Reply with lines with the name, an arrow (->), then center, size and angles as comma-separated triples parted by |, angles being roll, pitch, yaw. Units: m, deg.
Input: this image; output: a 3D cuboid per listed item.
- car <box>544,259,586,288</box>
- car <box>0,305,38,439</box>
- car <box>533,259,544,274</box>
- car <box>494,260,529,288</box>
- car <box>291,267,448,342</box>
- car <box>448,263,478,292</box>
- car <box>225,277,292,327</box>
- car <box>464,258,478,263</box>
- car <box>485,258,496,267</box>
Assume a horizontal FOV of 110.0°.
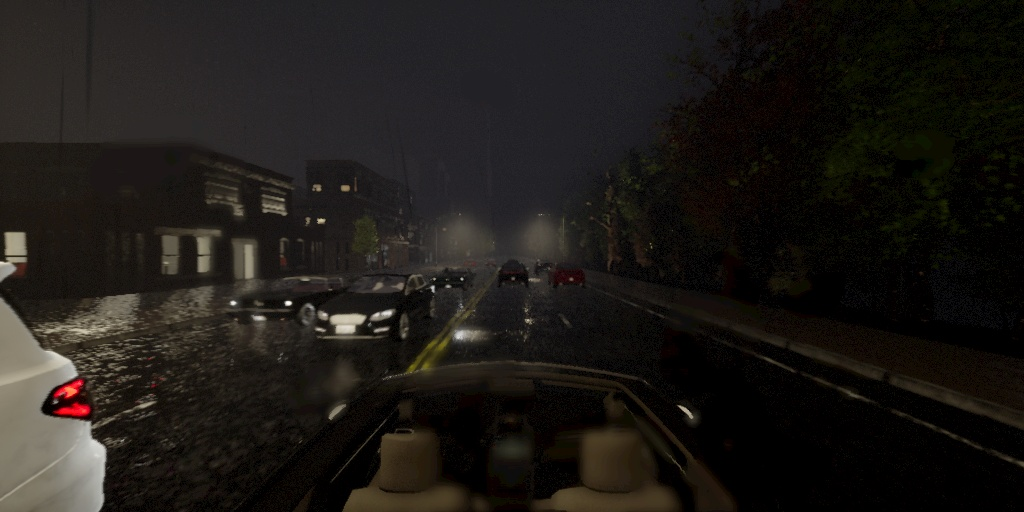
car -> 3.340, 1.140, 22.670 | 1.882, 1.535, 5.008 | 0, 0, 0
car -> -6.601, 1.298, 1.543 | 2.033, 1.411, 5.357 | 0, 0, 0
car -> 3.293, 1.090, 37.698 | 2.128, 1.511, 4.902 | 0, 0, 0
car -> 0.091, 1.138, 22.999 | 1.882, 1.535, 5.008 | 0, 0, 0
car -> -3.344, 1.208, 9.699 | 2.128, 1.511, 4.902 | 0, 0, 0
car -> -3.304, 1.270, 20.846 | 1.895, 1.301, 4.718 | 0, 0, 1
car -> -6.596, 1.310, 11.567 | 1.895, 1.301, 4.718 | 0, 0, 0
car -> -6.560, 1.073, 57.984 | 1.994, 1.385, 4.181 | 0, 0, 1
car -> -3.301, 1.056, 58.053 | 2.033, 1.411, 5.357 | 0, 0, 1
